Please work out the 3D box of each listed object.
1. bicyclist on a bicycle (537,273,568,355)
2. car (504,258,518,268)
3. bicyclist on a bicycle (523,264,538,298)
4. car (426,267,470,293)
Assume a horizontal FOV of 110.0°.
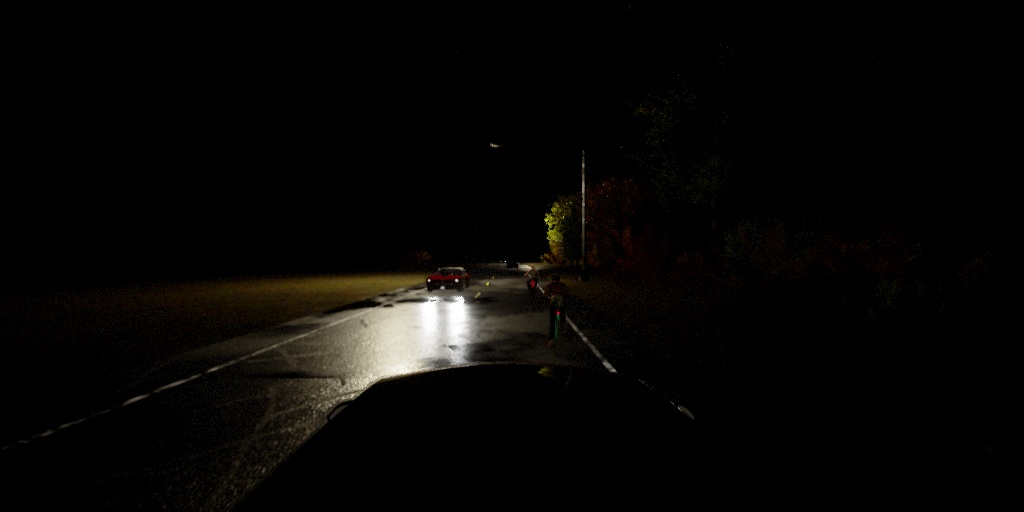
[{"bbox_3d":[0.962,1.203,7.771,0.582,1.620,1.656,0,0,0],"label":"bicyclist on a bicycle"},{"bbox_3d":[0.097,1.298,61.501,2.033,1.411,5.357,0,0,0],"label":"car"},{"bbox_3d":[0.996,1.186,17.529,0.866,1.612,1.509,0,0,0],"label":"bicyclist on a bicycle"},{"bbox_3d":[-3.600,1.351,20.846,1.895,1.301,4.718,0,0,0],"label":"car"}]
